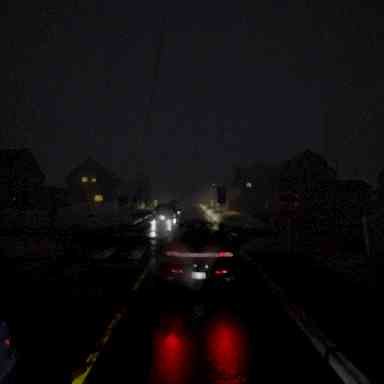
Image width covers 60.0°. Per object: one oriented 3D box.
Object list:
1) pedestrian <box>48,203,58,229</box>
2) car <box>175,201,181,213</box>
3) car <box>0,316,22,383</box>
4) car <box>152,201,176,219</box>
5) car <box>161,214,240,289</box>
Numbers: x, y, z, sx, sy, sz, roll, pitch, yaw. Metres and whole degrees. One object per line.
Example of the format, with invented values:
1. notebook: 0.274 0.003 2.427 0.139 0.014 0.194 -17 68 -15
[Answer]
1. pedestrian: -9.836 1.645 23.465 0.375 1.860 0.375 0 -4 -1
2. car: -2.884 2.179 43.912 1.895 1.301 4.718 0 -1 0
3. car: -2.743 1.562 1.113 2.033 1.411 5.357 0 -1 2
4. car: -2.892 1.959 33.839 1.812 1.442 4.674 0 -1 0
5. car: 0.295 1.604 9.548 2.128 1.511 4.902 0 -1 4
